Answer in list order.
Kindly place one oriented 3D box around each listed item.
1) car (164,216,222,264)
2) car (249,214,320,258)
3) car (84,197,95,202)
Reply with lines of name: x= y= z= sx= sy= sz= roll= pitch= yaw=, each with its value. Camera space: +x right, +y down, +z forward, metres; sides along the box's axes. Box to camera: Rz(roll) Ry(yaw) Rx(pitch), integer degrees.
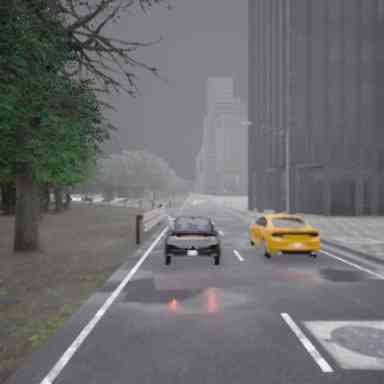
car: x=0.037 y=1.632 z=12.358 sx=2.128 sy=1.511 sz=4.902 roll=0 pitch=-1 yaw=1
car: x=3.549 y=1.631 z=13.582 sx=1.882 sy=1.535 sz=5.008 roll=0 pitch=0 yaw=1
car: x=-26.924 y=1.974 z=88.248 sx=5.008 sy=1.535 sz=1.882 roll=1 pitch=0 yaw=44
